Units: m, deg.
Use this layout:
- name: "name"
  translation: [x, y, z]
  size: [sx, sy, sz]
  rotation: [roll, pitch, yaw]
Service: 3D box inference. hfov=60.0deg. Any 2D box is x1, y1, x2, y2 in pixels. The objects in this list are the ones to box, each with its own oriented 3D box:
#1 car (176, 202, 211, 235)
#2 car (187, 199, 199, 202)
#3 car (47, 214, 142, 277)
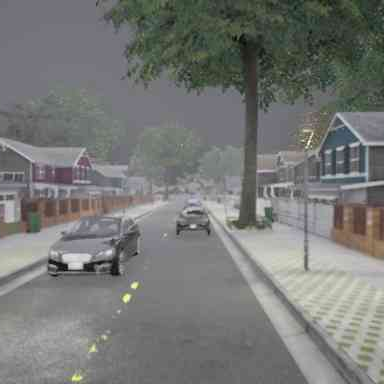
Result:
- name: "car"
  translation: [0.074, 1.512, 18.781]
  size: [1.812, 1.442, 4.674]
  rotation: [0, 0, 0]
- name: "car"
  translation: [0.099, 1.519, 38.692]
  size: [1.812, 1.442, 4.674]
  rotation: [0, 0, 0]
- name: "car"
  translation: [-2.756, 1.487, 10.326]
  size: [2.128, 1.511, 4.902]
  rotation: [0, 0, 0]
